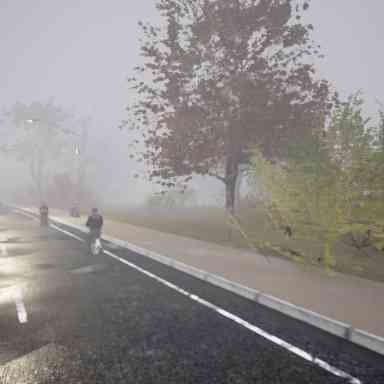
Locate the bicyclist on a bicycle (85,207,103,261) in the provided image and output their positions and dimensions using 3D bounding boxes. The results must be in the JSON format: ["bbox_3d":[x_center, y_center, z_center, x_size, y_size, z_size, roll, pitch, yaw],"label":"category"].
[{"bbox_3d":[-3.392,1.399,11.390,0.659,1.776,1.843,0,0,-31],"label":"bicyclist on a bicycle"}]

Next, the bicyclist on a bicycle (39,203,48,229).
[{"bbox_3d":[-9.244,1.491,20.772,0.582,1.620,1.656,0,0,-32],"label":"bicyclist on a bicycle"}]

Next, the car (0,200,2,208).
[{"bbox_3d":[-29.696,1.615,49.811,1.994,1.385,4.181,0,0,-35],"label":"car"}]
